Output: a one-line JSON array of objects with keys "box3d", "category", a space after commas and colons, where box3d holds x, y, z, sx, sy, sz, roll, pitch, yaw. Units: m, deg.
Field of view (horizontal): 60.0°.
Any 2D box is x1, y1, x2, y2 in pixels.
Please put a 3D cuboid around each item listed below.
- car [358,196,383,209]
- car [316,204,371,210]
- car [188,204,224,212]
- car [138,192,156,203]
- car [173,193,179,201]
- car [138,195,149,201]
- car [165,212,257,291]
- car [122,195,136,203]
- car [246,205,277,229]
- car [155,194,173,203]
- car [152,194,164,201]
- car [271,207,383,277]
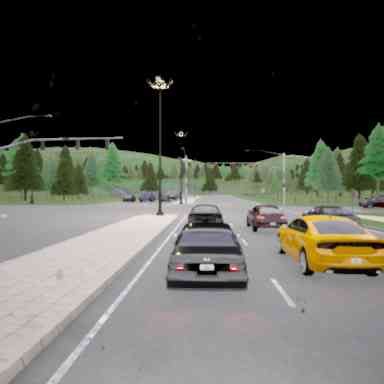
[{"box3d": [23.528, 1.240, 42.037, 4.553, 1.767, 2.097, 0, 0, 3], "category": "car"}, {"box3d": [7.786, 1.497, 19.083, 2.033, 1.411, 5.357, 0, 0, 3], "category": "car"}, {"box3d": [0.766, 1.429, 18.872, 1.882, 1.535, 5.008, 0, 0, 3], "category": "car"}, {"box3d": [-8.872, 1.055, 65.615, 2.150, 2.045, 5.566, 0, 0, 3], "category": "car"}, {"box3d": [-4.773, 1.393, 79.443, 1.895, 1.301, 4.718, 0, 0, 2], "category": "car"}, {"box3d": [-11.737, 1.350, 80.458, 1.994, 1.385, 4.181, 0, 0, 2], "category": "car"}, {"box3d": [0.401, 1.524, 9.053, 2.033, 1.411, 5.357, 0, 0, 3], "category": "car"}, {"box3d": [-12.369, 1.313, 65.629, 1.882, 1.535, 5.008, 0, 0, 3], "category": "car"}, {"box3d": [4.301, 1.475, 19.472, 1.812, 1.442, 4.674, 0, 0, 3], "category": "car"}, {"box3d": [-5.409, 1.399, 64.847, 1.994, 1.385, 4.181, 0, 0, 3], "category": "car"}, {"box3d": [-8.212, 1.320, 80.998, 2.128, 1.511, 4.902, 0, 0, 2], "category": "car"}, {"box3d": [3.957, 1.450, 10.254, 1.882, 1.535, 5.008, 0, 0, 3], "category": "car"}]
